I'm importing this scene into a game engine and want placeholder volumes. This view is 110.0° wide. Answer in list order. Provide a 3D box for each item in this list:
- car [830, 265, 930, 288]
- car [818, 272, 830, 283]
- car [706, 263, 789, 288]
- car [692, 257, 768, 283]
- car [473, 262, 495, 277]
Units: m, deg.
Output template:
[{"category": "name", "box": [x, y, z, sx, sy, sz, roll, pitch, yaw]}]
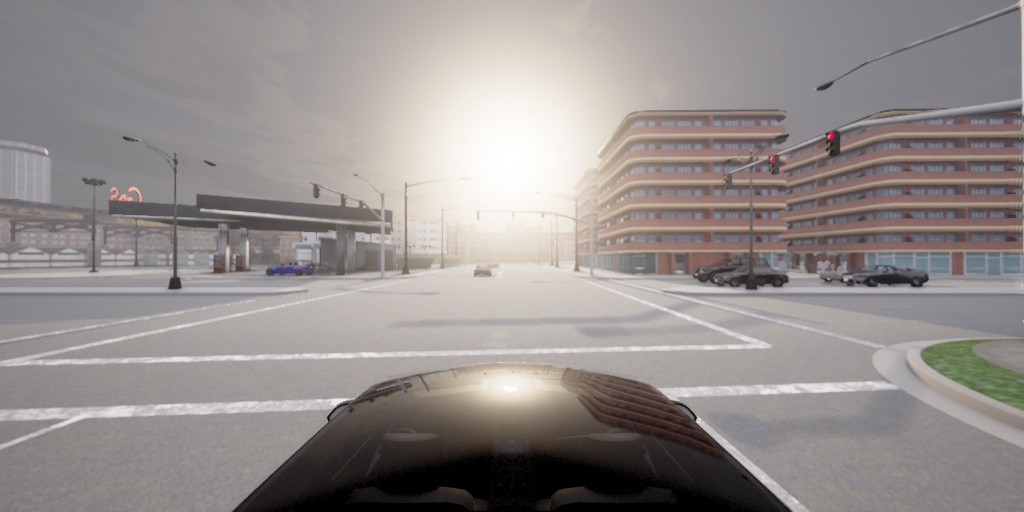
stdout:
[{"category": "car", "box": [25.374, 1.372, 24.537, 4.902, 1.511, 2.128, 0, 0, 1]}, {"category": "car", "box": [26.991, 1.504, 28.047, 4.718, 1.301, 1.895, 0, 0, 0]}, {"category": "car", "box": [16.334, 1.410, 24.598, 4.674, 1.442, 1.812, 0, 0, 0]}, {"category": "car", "box": [17.226, 1.126, 28.102, 5.566, 2.045, 2.150, 0, 0, 0]}, {"category": "car", "box": [-3.154, 1.595, 39.361, 1.895, 1.301, 4.718, 0, 0, -1]}]
